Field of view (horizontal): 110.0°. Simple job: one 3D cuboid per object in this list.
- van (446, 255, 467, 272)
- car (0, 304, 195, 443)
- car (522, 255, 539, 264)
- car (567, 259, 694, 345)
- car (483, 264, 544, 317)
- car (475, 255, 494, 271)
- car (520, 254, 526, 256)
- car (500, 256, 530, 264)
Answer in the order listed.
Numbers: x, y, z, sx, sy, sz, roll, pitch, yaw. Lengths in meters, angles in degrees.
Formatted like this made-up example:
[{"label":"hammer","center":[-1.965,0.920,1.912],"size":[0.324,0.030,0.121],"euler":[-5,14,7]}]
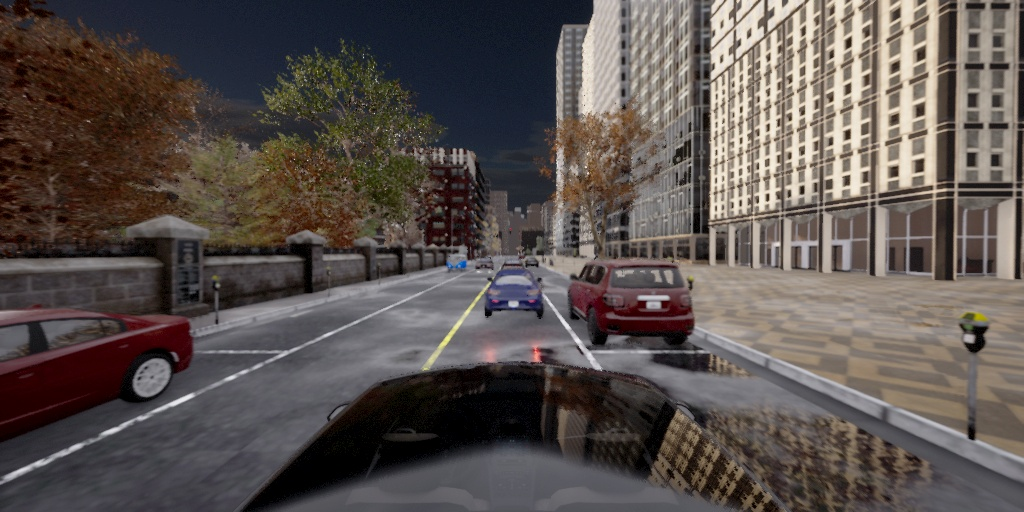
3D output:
[{"label":"van","center":[-5.695,0.742,37.349],"size":[1.690,1.789,3.998],"euler":[0,0,0]},{"label":"car","center":[-5.692,1.276,3.561],"size":[1.888,1.381,4.507],"euler":[0,0,0]},{"label":"car","center":[2.683,0.864,48.615],"size":[1.948,1.339,4.313],"euler":[0,0,0]},{"label":"car","center":[2.687,0.988,9.194],"size":[2.192,1.841,5.009],"euler":[0,0,0]},{"label":"car","center":[0.086,1.167,12.446],"size":[1.812,1.442,4.674],"euler":[0,1,1]},{"label":"car","center":[-3.096,0.929,41.204],"size":[1.994,1.385,4.181],"euler":[0,1,0]},{"label":"car","center":[2.683,0.724,60.050],"size":[1.751,1.417,4.829],"euler":[0,0,0]},{"label":"car","center":[0.083,0.968,29.312],"size":[2.128,1.511,4.902],"euler":[0,1,0]}]
